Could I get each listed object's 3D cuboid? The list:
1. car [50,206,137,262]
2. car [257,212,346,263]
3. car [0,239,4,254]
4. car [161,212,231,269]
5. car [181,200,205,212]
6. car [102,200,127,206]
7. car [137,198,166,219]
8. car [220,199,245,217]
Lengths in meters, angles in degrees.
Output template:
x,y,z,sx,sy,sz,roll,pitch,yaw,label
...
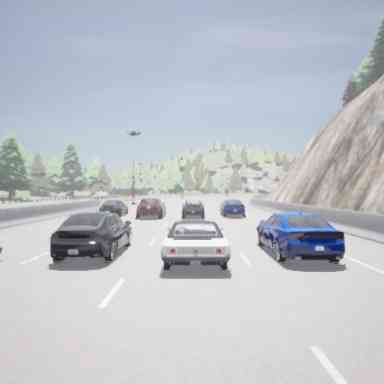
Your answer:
x,y,z,sx,sy,sz,roll,pitch,yaw,label
-3.399,1.461,11.932,1.837,1.490,4.892,0,0,0,car
3.602,1.434,11.857,1.882,1.535,5.008,0,0,0,car
-6.899,1.518,8.086,2.033,1.411,5.357,0,0,0,car
0.101,1.561,10.951,1.895,1.301,4.718,0,0,0,car
0.103,1.388,28.518,2.128,1.511,4.902,0,0,0,car
-6.906,1.418,29.618,1.812,1.442,4.674,0,0,0,car
-3.397,1.250,28.249,2.097,1.767,4.553,0,0,0,car
3.610,1.368,30.109,1.882,1.535,5.008,0,0,0,car
